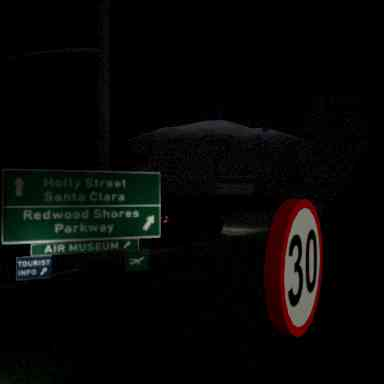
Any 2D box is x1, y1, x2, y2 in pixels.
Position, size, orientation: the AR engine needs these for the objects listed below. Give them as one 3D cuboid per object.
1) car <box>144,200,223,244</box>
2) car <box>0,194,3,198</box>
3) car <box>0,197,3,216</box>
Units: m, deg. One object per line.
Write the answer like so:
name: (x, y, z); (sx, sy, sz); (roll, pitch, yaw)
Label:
car: (-0.521, 1.413, 17.504); (2.150, 2.045, 5.566); (0, 0, 36)
car: (-38.782, 1.489, 69.852); (4.514, 1.523, 2.007); (0, 0, 35)
car: (-12.432, 1.504, 25.998); (1.905, 1.878, 3.866); (0, 0, 35)
